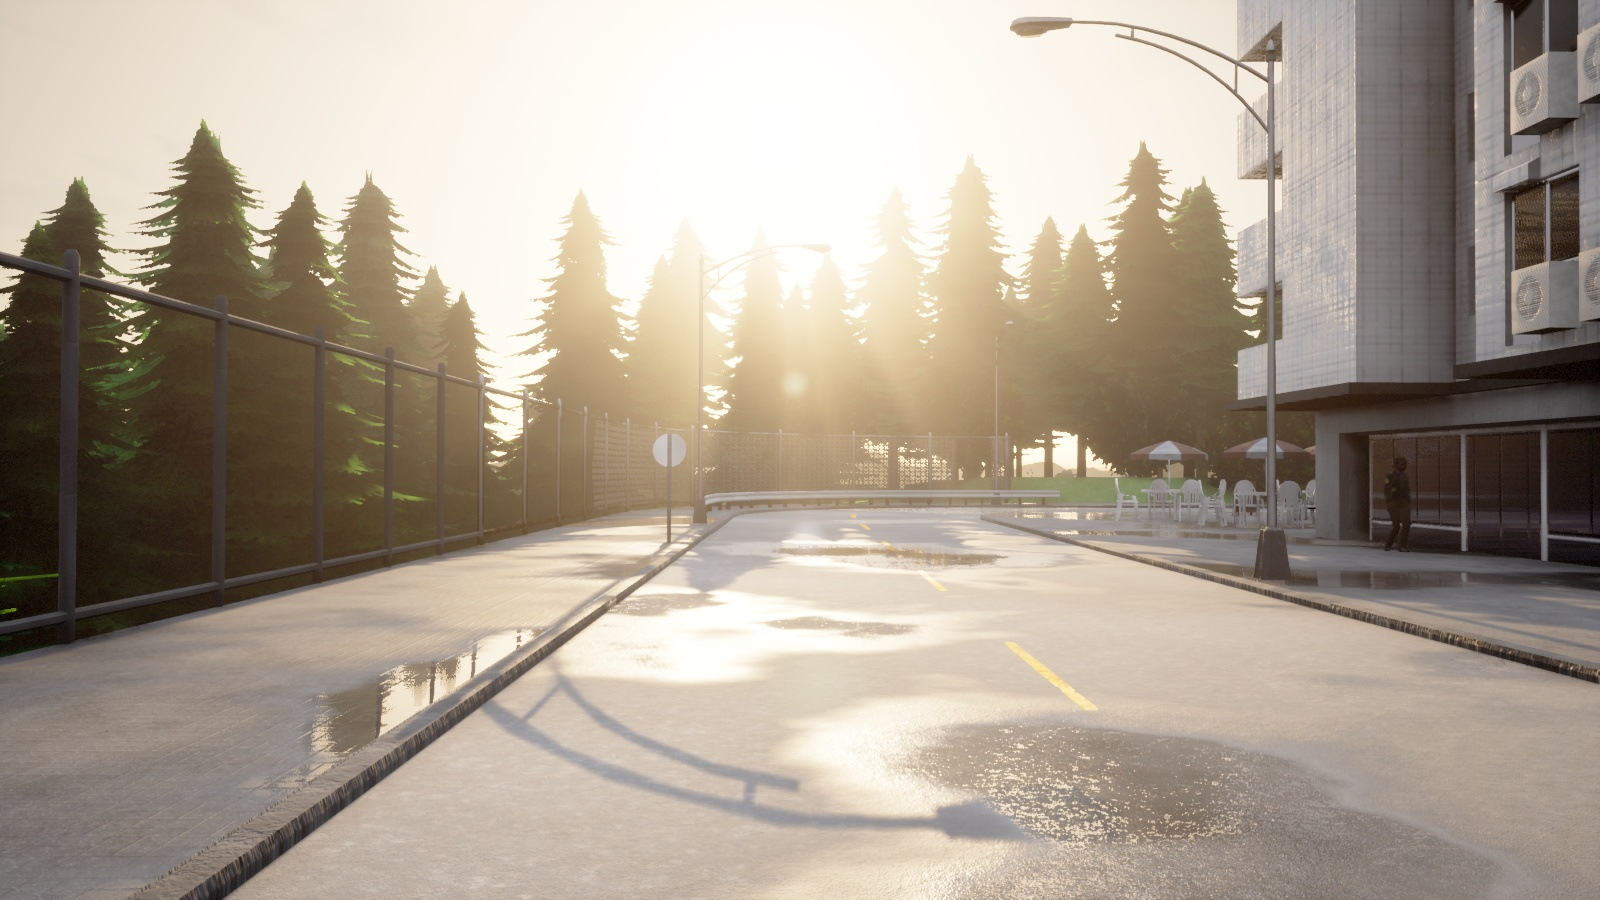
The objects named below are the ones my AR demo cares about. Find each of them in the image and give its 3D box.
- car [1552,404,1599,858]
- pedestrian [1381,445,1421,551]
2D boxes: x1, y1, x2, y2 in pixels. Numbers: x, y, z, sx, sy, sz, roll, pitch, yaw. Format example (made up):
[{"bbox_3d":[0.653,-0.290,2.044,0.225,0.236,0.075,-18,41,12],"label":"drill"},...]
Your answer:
[{"bbox_3d":[3.990,0.616,2.328,2.152,1.651,5.027,0,-1,0],"label":"car"},{"bbox_3d":[11.176,0.887,23.353,0.395,1.930,0.692,0,-1,0],"label":"pedestrian"}]
